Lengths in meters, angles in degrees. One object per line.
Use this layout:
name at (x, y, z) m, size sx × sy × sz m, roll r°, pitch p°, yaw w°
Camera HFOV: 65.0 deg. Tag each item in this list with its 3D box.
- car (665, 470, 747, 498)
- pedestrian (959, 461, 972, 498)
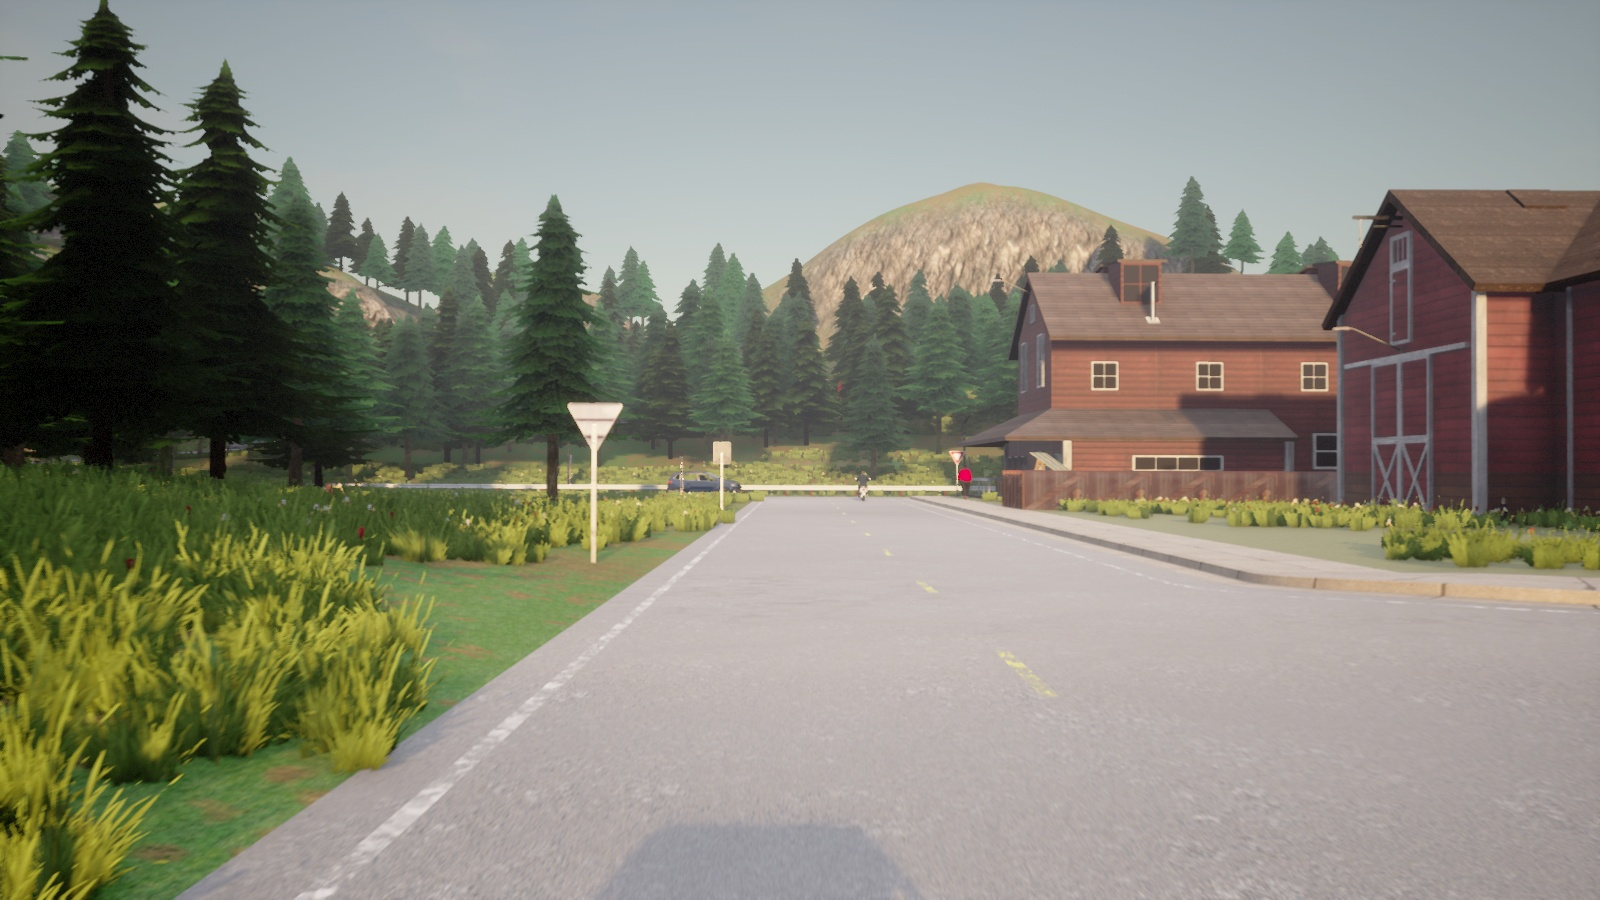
car at (-5.787, 2.112, 77.792) m, size 4.611 × 1.667 × 2.242 m, roll -1°, pitch -1°, yaw 9°
pedestrian at (8.492, 1.515, 64.447) m, size 0.634 × 1.844 × 0.899 m, roll 0°, pitch -1°, yaw 8°
